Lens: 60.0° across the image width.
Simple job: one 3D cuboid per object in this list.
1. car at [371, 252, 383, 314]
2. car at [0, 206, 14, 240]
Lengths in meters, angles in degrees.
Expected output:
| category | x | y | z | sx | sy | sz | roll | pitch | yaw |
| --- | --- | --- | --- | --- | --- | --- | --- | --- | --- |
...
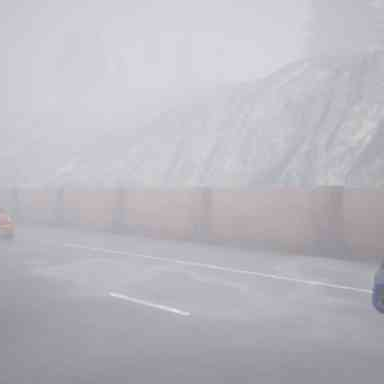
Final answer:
| category | x | y | z | sx | sy | sz | roll | pitch | yaw |
| --- | --- | --- | --- | --- | --- | --- | --- | --- | --- |
| car | 5.521 | 1.229 | 4.344 | 5.566 | 2.045 | 2.150 | 0 | 0 | 35 |
| car | -10.217 | 1.264 | 15.275 | 4.553 | 1.767 | 2.097 | 0 | 0 | 34 |
